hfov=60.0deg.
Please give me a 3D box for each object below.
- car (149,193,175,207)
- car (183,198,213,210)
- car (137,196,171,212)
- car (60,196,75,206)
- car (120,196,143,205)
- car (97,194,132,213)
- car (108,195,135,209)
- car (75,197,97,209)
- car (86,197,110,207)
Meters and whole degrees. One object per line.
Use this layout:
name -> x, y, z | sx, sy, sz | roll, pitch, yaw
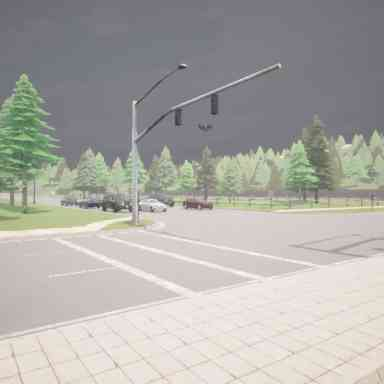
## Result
car -> -4.842, 1.221, 50.820 | 2.150, 2.045, 5.566 | 0, 0, -35
car -> 0.734, 1.478, 42.888 | 1.882, 1.535, 5.008 | 0, 0, -35
car -> -4.653, 1.526, 38.412 | 1.812, 1.442, 4.674 | 0, 0, -35
car -> -20.070, 1.505, 54.254 | 1.837, 1.490, 4.892 | 0, 0, -35
car -> -10.965, 1.547, 59.583 | 2.033, 1.411, 5.357 | 0, 0, -35
car -> -8.522, 1.221, 37.813 | 2.150, 2.045, 5.566 | 0, 0, -36
car -> -9.707, 1.352, 45.570 | 2.097, 1.767, 4.553 | 0, 0, -35
car -> -14.148, 1.601, 45.801 | 1.895, 1.301, 4.718 | 0, 0, -35
car -> -15.163, 1.547, 53.341 | 2.033, 1.411, 5.357 | 0, 0, -35
